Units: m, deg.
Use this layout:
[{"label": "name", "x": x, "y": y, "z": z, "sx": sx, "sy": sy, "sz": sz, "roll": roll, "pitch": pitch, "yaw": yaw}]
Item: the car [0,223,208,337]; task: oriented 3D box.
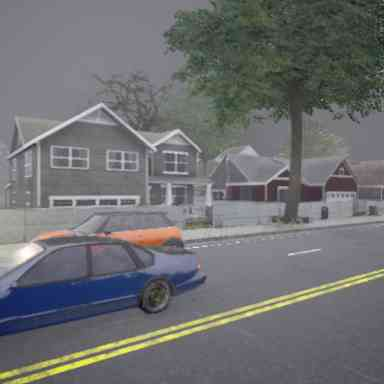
[{"label": "car", "x": -2.240, "y": 1.552, "z": 6.080, "sx": 5.357, "sy": 1.411, "sz": 2.033, "roll": 0, "pitch": 0, "yaw": -35}]

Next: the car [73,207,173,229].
[{"label": "car", "x": -2.466, "y": 1.362, "z": 9.909, "sx": 4.553, "sy": 1.767, "sz": 2.097, "roll": 0, "pitch": 0, "yaw": -35}]
